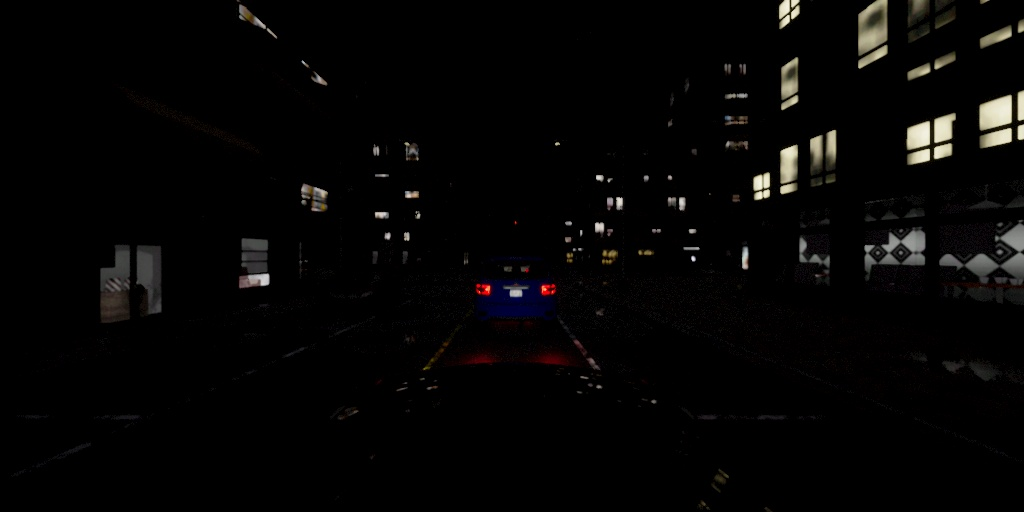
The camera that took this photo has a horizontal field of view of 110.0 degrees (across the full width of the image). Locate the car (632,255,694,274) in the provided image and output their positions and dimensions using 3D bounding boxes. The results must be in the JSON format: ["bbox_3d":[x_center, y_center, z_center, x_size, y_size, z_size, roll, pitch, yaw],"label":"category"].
[{"bbox_3d":[14.702,0.782,34.511,5.009,1.841,2.192,0,0,0],"label":"car"}]

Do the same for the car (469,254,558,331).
[{"bbox_3d":[0.096,0.972,11.124,2.150,2.045,5.566,0,0,0],"label":"car"}]

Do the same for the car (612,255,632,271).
[{"bbox_3d":[14.565,0.769,42.891,5.009,1.841,2.192,0,0,0],"label":"car"}]

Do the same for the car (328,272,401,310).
[{"bbox_3d":[-5.744,1.333,14.526,1.802,1.307,4.207,0,0,0],"label":"car"}]

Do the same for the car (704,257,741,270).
[{"bbox_3d":[24.157,0.806,40.370,4.674,1.442,1.812,-1,0,-1],"label":"car"}]

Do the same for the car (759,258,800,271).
[{"bbox_3d":[25.795,0.826,34.611,4.313,1.339,1.948,0,0,0],"label":"car"}]

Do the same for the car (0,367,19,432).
[{"bbox_3d":[-5.690,1.300,1.609,2.007,1.370,4.403,0,0,0],"label":"car"}]
